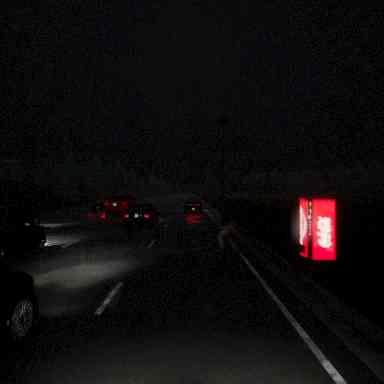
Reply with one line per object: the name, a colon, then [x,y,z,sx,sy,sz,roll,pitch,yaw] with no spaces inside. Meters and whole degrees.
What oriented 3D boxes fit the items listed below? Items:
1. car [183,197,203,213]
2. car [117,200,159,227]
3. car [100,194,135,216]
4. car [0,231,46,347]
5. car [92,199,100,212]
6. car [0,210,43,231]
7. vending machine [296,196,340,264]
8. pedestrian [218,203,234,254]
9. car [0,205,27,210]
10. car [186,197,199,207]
car: [0.129,1.484,36.481,1.837,1.490,4.892,0,0,0]
car: [-3.381,1.535,22.780,2.033,1.411,5.357,0,0,0]
car: [-6.875,1.205,32.321,2.150,2.045,5.566,0,0,0]
car: [-3.400,1.490,3.427,2.128,1.511,4.902,0,0,0]
car: [-10.369,1.504,38.931,1.812,1.442,4.674,0,0,0]
car: [-6.892,1.558,11.746,1.994,1.385,4.181,0,0,0]
vending machine: [4.076,1.189,10.801,1.100,2.100,0.880,0,0,0]
pedestrian: [1.205,1.287,11.858,0.375,1.860,0.375,0,0,0]
car: [-10.384,1.496,18.789,1.837,1.490,4.892,0,0,0]
car: [0.125,1.534,52.199,1.994,1.385,4.181,0,0,0]
